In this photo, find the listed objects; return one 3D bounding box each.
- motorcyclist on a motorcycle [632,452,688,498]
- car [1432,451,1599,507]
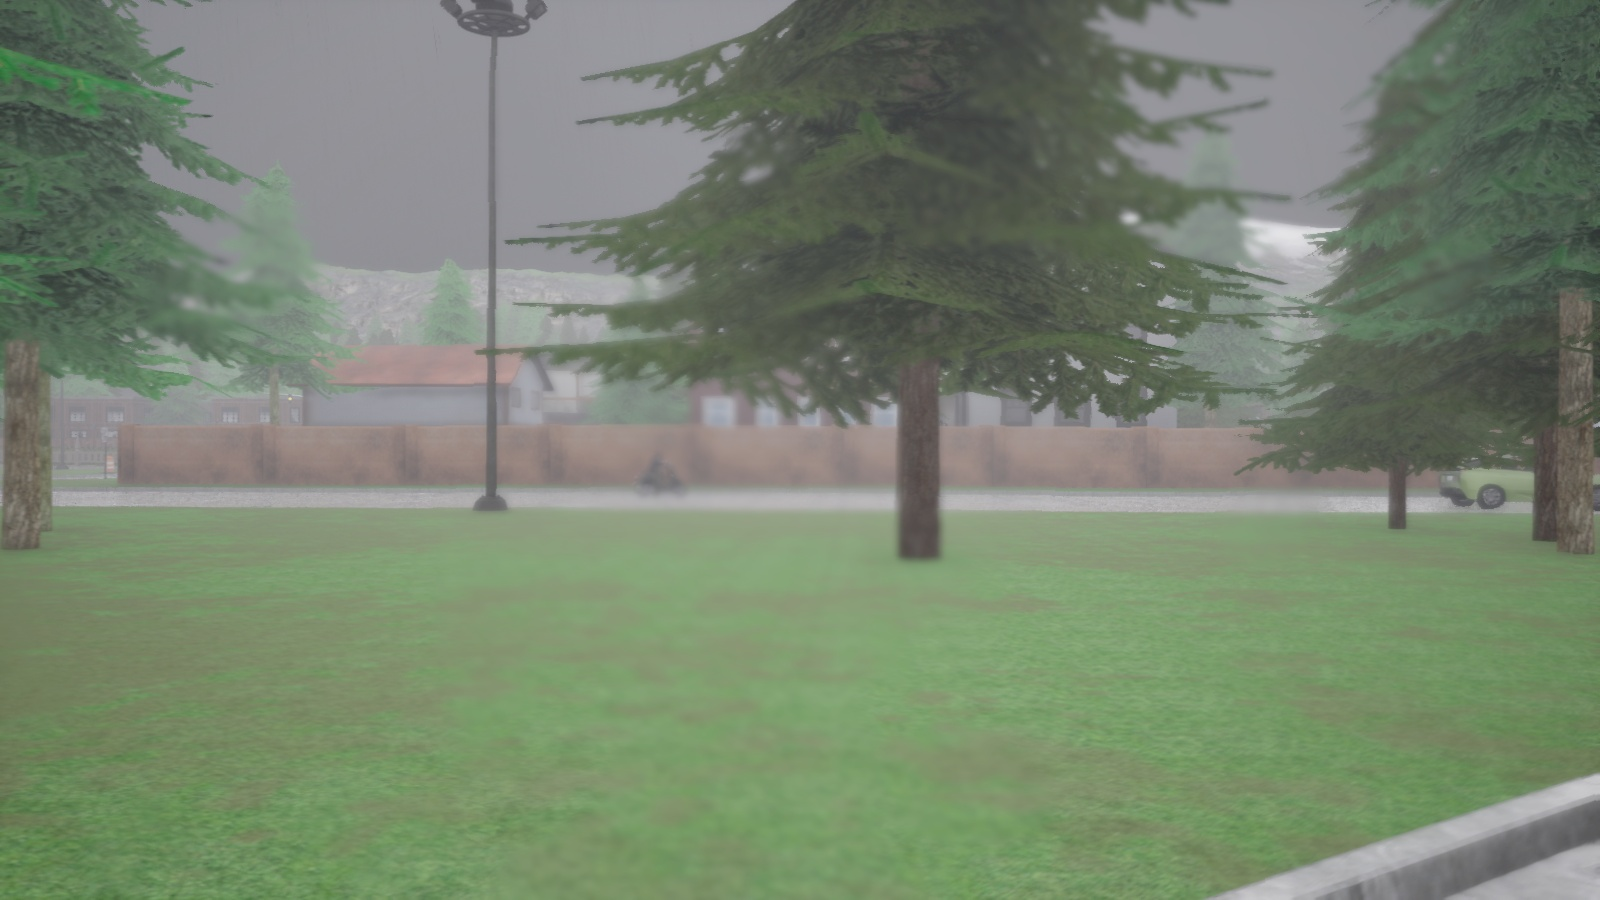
[{"bbox_3d":[-4.838,0.850,43.556,1.817,1.590,0.866,0,0,3],"label":"motorcyclist on a motorcycle"},{"bbox_3d":[20.566,0.795,35.350,4.514,1.525,2.007,0,0,3],"label":"car"}]
